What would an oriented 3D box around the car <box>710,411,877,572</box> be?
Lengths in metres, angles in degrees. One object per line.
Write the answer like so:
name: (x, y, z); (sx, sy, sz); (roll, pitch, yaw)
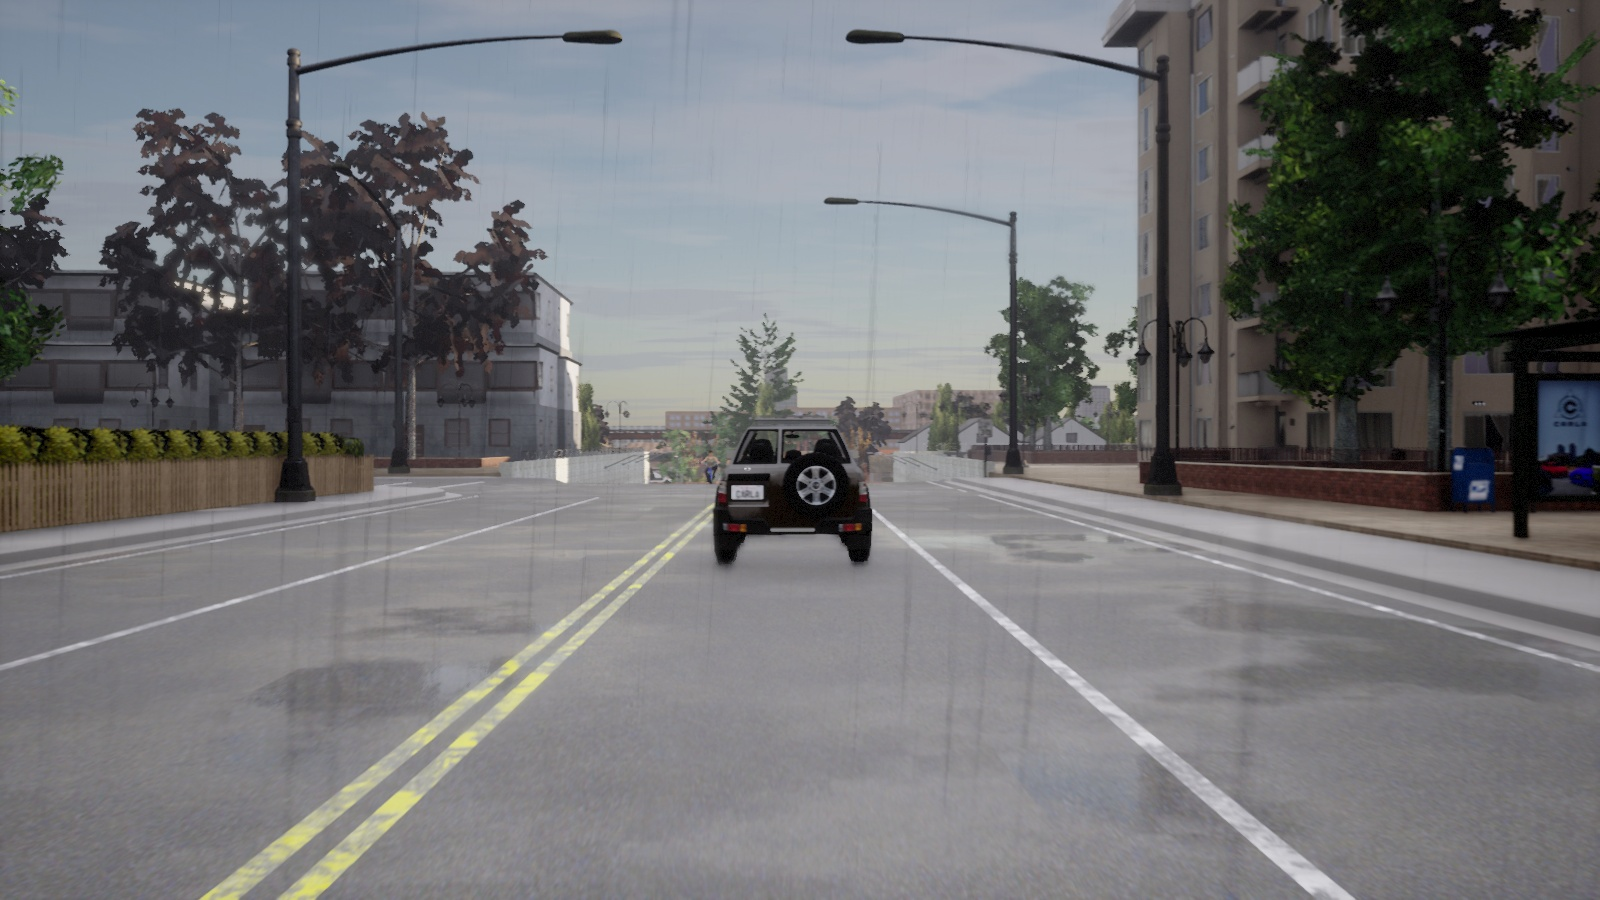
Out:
car: (-0.092, 0.468, 16.835); (1.932, 1.855, 4.605); (0, 0, 0)
